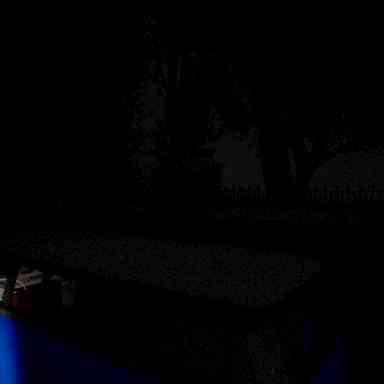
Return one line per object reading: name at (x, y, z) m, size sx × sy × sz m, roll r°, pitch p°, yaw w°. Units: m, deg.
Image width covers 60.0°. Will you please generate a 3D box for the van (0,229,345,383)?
van at (-0.667, 1.341, 3.188) m, size 3.998 × 1.788 × 1.690 m, roll 0°, pitch 0°, yaw 35°
